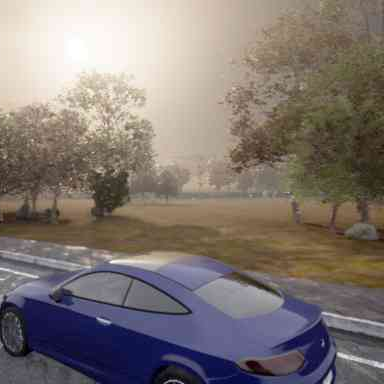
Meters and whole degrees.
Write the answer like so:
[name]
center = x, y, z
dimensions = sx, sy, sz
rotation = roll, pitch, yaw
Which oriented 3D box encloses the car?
[car]
center = -0.651, 1.522, 4.350
dimensions = 4.674, 1.442, 1.812
rotation = 0, 0, 35
